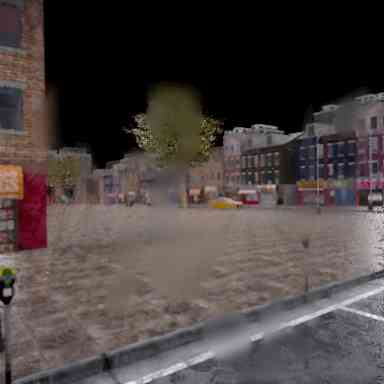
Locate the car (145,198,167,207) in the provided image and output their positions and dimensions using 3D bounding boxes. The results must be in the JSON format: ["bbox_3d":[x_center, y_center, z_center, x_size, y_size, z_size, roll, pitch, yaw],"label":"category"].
[{"bbox_3d":[-6.095,1.841,55.549,1.837,1.490,4.892,-1,-1,-36],"label":"car"}]

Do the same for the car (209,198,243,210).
[{"bbox_3d":[4.190,1.440,41.054,1.882,1.535,5.008,-1,0,-36],"label":"car"}]
